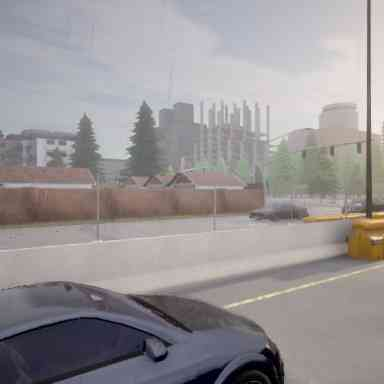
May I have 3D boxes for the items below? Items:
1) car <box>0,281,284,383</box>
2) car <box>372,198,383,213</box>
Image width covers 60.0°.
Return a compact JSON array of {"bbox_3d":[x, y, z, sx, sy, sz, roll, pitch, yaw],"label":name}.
[{"bbox_3d":[-1.105,1.564,2.955,4.181,1.385,1.994,0,0,-36],"label":"car"},{"bbox_3d":[13.855,1.217,26.609,4.892,1.490,1.837,0,0,-35],"label":"car"}]
